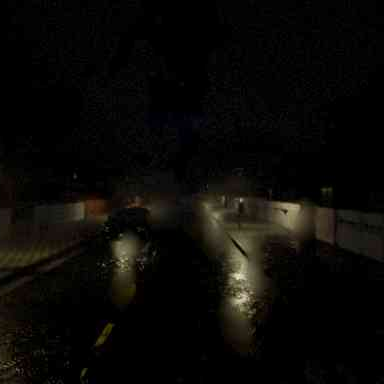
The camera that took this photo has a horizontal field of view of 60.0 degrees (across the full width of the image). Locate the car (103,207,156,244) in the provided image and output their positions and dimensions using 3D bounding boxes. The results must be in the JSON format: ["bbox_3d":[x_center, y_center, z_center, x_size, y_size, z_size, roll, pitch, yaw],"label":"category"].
[{"bbox_3d":[-2.851,1.492,15.968,1.882,1.535,5.008,0,0,0],"label":"car"}]

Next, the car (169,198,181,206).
[{"bbox_3d":[-2.800,1.696,56.690,1.895,1.301,4.718,0,0,1],"label":"car"}]
